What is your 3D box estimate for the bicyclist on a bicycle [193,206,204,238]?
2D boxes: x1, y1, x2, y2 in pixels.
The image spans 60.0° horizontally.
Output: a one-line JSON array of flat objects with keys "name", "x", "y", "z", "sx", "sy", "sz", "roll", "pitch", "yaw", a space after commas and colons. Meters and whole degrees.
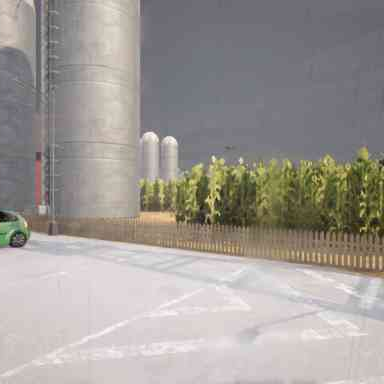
[{"name": "bicyclist on a bicycle", "x": 0.545, "y": 1.515, "z": 15.948, "sx": 1.656, "sy": 1.620, "sz": 0.582, "roll": 5, "pitch": 4, "yaw": 44}]

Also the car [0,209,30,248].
[{"name": "car", "x": -8.503, "y": 1.483, "z": 12.789, "sx": 1.851, "sy": 1.617, "sz": 3.988, "roll": 0, "pitch": 0, "yaw": 34}]
